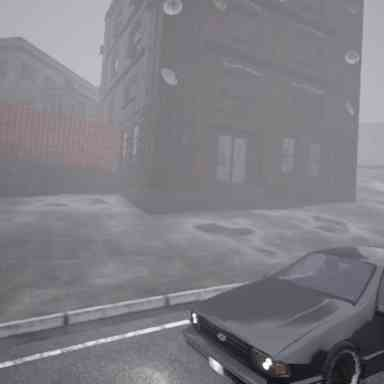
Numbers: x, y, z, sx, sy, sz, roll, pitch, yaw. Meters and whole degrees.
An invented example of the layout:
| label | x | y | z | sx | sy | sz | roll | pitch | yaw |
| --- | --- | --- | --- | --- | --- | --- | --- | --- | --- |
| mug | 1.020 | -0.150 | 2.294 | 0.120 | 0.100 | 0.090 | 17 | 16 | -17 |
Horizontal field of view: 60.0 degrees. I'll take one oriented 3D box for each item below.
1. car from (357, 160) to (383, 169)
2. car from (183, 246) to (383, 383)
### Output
| label | x | y | z | sx | sy | sz | roll | pitch | yaw |
| --- | --- | --- | --- | --- | --- | --- | --- | --- | --- |
| car | 22.491 | -3.148 | 42.045 | 4.553 | 1.767 | 2.185 | 2 | -3 | 15 |
| car | 2.573 | 1.593 | 5.082 | 5.357 | 1.411 | 2.033 | 1 | -1 | -30 |
